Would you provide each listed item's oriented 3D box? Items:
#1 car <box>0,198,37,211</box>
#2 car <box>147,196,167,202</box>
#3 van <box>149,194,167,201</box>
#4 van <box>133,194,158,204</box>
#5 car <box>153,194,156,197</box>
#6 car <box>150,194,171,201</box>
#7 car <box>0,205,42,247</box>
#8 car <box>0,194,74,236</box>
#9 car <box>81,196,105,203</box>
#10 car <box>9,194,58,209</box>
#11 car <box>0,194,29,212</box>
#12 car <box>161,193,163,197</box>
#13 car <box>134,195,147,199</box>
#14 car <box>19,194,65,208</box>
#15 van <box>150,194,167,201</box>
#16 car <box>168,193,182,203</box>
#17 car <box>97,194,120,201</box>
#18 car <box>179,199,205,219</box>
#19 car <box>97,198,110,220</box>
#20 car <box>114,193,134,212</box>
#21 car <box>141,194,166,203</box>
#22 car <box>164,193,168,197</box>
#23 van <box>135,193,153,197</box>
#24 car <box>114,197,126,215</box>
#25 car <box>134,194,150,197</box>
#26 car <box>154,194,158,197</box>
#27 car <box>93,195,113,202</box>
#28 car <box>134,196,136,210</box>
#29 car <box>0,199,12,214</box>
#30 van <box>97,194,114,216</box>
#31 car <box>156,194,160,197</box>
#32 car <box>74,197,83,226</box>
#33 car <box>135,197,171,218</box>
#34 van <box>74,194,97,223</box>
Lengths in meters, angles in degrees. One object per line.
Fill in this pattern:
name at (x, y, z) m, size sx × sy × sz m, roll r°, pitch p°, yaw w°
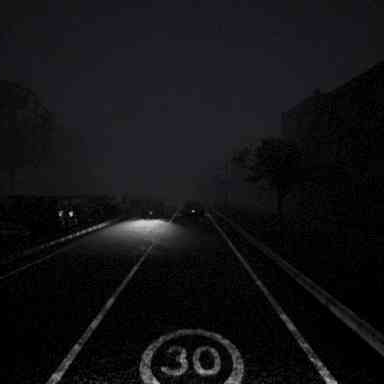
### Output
car at (-21.955, 1.469, 40.663) m, size 5.008 × 1.535 × 2.097 m, roll 0°, pitch 0°, yaw 0°
car at (-8.947, 1.687, 85.721) m, size 4.892 × 1.521 × 2.231 m, roll 0°, pitch 0°, yaw 0°
van at (-9.075, 1.474, 88.526) m, size 4.442 × 1.987 × 1.878 m, roll 0°, pitch 0°, yaw 0°
van at (-8.801, 1.349, 63.297) m, size 4.442 × 1.987 × 1.878 m, roll 0°, pitch 0°, yaw 0°
car at (-8.875, 1.562, 54.886) m, size 4.792 × 1.488 × 2.163 m, roll 0°, pitch 0°, yaw 0°
car at (-8.939, 1.476, 94.133) m, size 5.566 × 2.045 × 2.435 m, roll 0°, pitch 0°, yaw 0°
car at (-8.854, 1.421, 12.839) m, size 4.892 × 1.521 × 2.231 m, roll 0°, pitch 0°, yaw 0°
car at (-8.877, 1.170, 15.645) m, size 5.566 × 2.045 × 2.435 m, roll 0°, pitch 0°, yaw 0°
car at (-22.020, 1.631, 74.116) m, size 4.892 × 1.521 × 2.231 m, roll 0°, pitch 0°, yaw 0°
car at (-21.941, 1.240, 46.232) m, size 5.566 × 2.045 × 2.435 m, roll 0°, pitch 0°, yaw 0°
car at (-21.928, 1.209, 37.877) m, size 5.566 × 2.045 × 2.435 m, roll 0°, pitch 0°, yaw 0°
car at (-8.895, 1.477, 68.903) m, size 4.553 × 1.767 × 2.185 m, roll 0°, pitch 0°, yaw 0°
car at (-8.881, 1.478, 43.676) m, size 5.008 × 1.535 × 2.097 m, roll 0°, pitch 0°, yaw 0°
car at (-21.946, 1.253, 48.894) m, size 5.566 × 2.045 × 2.435 m, roll 0°, pitch 0°, yaw 0°
van at (-9.079, 1.488, 91.329) m, size 4.442 × 1.987 × 1.878 m, roll 0°, pitch 0°, yaw 0°
car at (-3.268, 1.332, 70.855) m, size 2.150 × 2.045 × 5.566 m, roll 0°, pitch 0°, yaw 0°
car at (-22.066, 1.447, 87.997) m, size 5.566 × 2.045 × 2.435 m, roll 0°, pitch 0°, yaw 0°
car at (0.089, 1.538, 29.065) m, size 1.994 × 1.385 × 4.181 m, roll 0°, pitch 0°, yaw 0°
car at (-8.850, 1.434, 24.053) m, size 4.892 × 1.521 × 2.231 m, roll 0°, pitch 0°, yaw 0°
car at (-8.896, 1.196, 32.464) m, size 5.566 × 2.045 × 2.435 m, roll 0°, pitch 0°, yaw 0°
car at (-8.911, 1.393, 77.313) m, size 5.566 × 2.045 × 2.435 m, roll 0°, pitch 0°, yaw 0°
car at (-8.907, 1.379, 74.510) m, size 5.566 × 2.045 × 2.435 m, roll 0°, pitch 0°, yaw 0°
van at (-8.783, 1.293, 52.084) m, size 4.442 × 1.987 × 1.878 m, roll 0°, pitch 0°, yaw 0°
car at (-8.858, 1.442, 29.660) m, size 5.008 × 1.535 × 2.097 m, roll 0°, pitch 0°, yaw 0°
car at (-9.076, 1.488, 46.476) m, size 5.366 × 1.575 × 1.946 m, roll 0°, pitch 0°, yaw 0°
car at (-8.879, 1.576, 57.689) m, size 4.792 × 1.488 × 2.163 m, roll 0°, pitch 0°, yaw 0°
car at (-22.059, 1.545, 82.443) m, size 4.553 × 1.767 × 2.185 m, roll 0°, pitch 0°, yaw 0°
car at (-8.868, 1.453, 35.271) m, size 4.892 × 1.521 × 2.231 m, roll 0°, pitch 0°, yaw 0°
car at (-21.981, 1.483, 35.093) m, size 4.792 × 1.488 × 2.163 m, roll 0°, pitch 0°, yaw 0°
van at (-8.976, 1.212, 26.856) m, size 4.442 × 1.987 × 1.878 m, roll 0°, pitch 0°, yaw 0°
car at (-8.908, 1.560, 60.492) m, size 5.008 × 1.535 × 2.097 m, roll 0°, pitch 0°, yaw 0°
car at (-8.819, 1.297, 18.445) m, size 4.553 × 1.767 × 2.185 m, roll 0°, pitch 0°, yaw 0°
car at (-3.355, 1.466, 29.577) m, size 2.128 × 1.511 × 4.902 m, roll 0°, pitch 0°, yaw 0°
van at (-8.737, 1.202, 21.250) m, size 4.442 × 1.987 × 1.878 m, roll 0°, pitch 0°, yaw 0°
